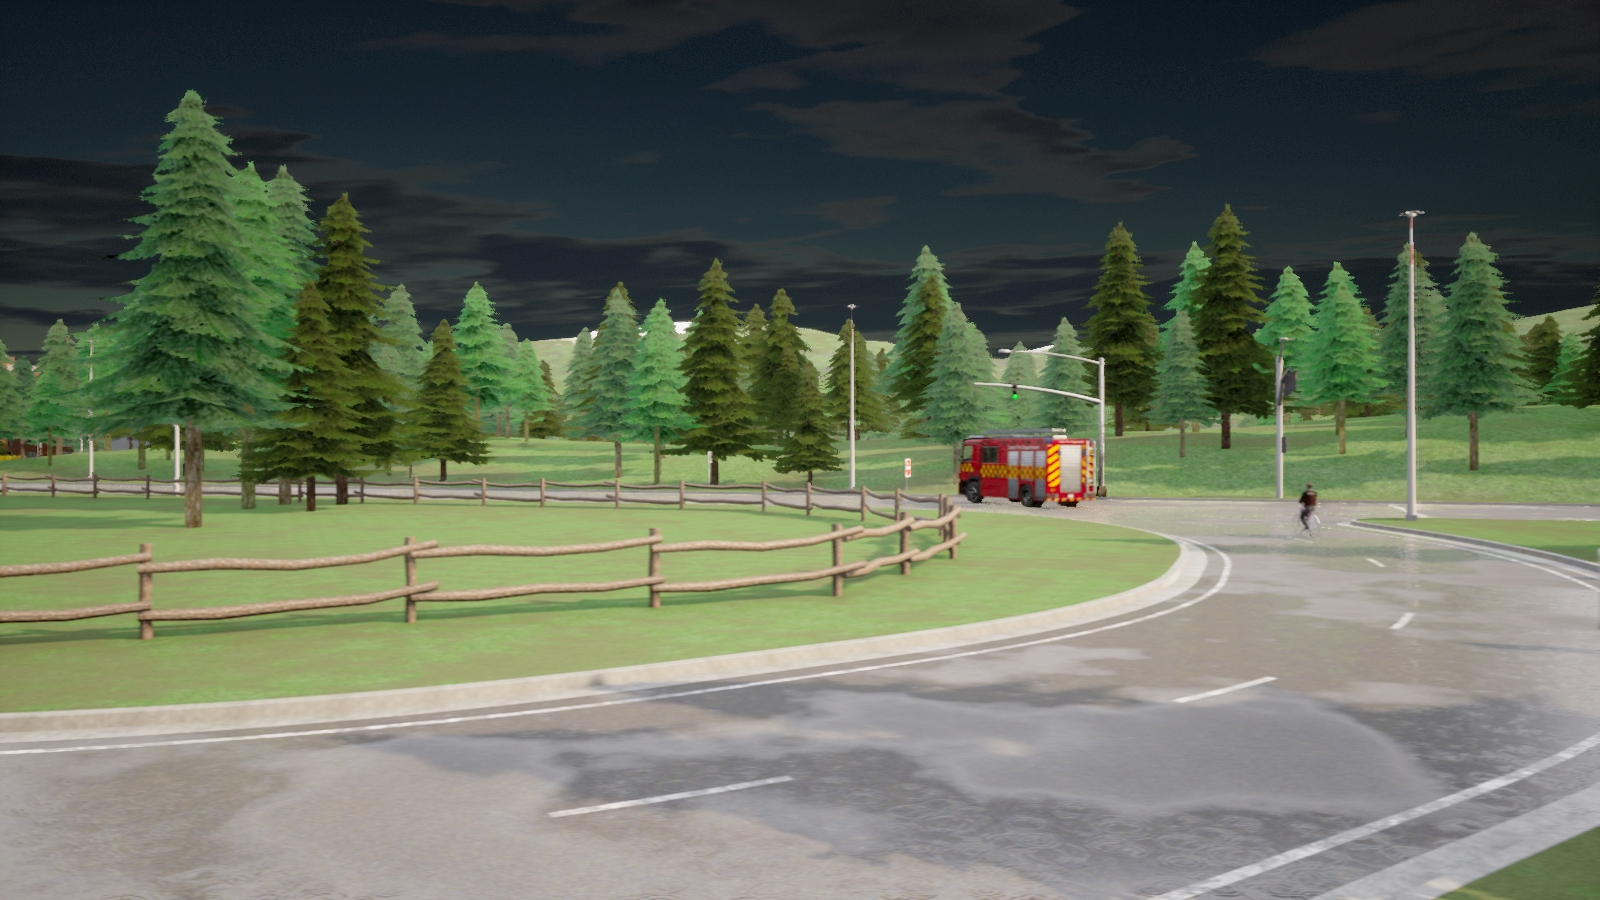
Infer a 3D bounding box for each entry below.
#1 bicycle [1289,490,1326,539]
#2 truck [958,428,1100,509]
[{"bbox_3d":[16.342,2.060,36.850,0.329,1.471,1.835,-1,0,-1],"label":"bicycle"},{"bbox_3d":[11.467,0.889,58.229,2.891,3.827,8.468,0,0,-22],"label":"truck"}]
